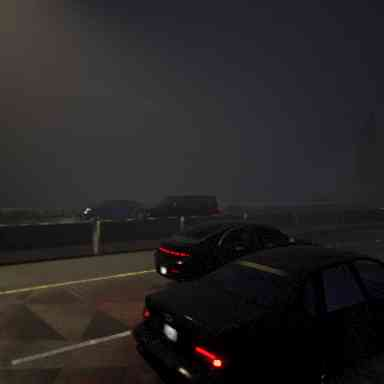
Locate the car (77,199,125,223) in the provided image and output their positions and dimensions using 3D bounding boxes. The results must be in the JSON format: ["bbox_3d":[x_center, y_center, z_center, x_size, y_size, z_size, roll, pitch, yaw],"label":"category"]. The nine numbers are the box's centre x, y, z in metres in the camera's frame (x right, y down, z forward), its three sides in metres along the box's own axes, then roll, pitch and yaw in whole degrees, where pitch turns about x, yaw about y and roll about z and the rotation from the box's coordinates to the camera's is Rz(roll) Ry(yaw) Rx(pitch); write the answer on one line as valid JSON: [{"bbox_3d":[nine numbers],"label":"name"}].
[{"bbox_3d":[-6.144,1.312,24.881,4.553,1.767,2.097,0,0,-32],"label":"car"}]

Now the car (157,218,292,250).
[{"bbox_3d":[1.389,1.496,8.735,4.892,1.490,1.837,0,0,-33],"label":"car"}]

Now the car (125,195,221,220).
[{"bbox_3d":[-0.829,1.196,19.988,5.566,2.045,2.150,0,0,-31],"label":"car"}]

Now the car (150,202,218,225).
[{"bbox_3d":[-0.548,1.496,24.209,4.674,1.442,1.812,0,0,-30],"label":"car"}]

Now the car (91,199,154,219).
[{"bbox_3d":[-6.045,1.433,29.062,5.008,1.535,1.882,0,0,-31],"label":"car"}]

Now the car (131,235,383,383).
[{"bbox_3d":[1.863,1.544,4.915,5.357,1.411,2.033,0,0,-33],"label":"car"}]
